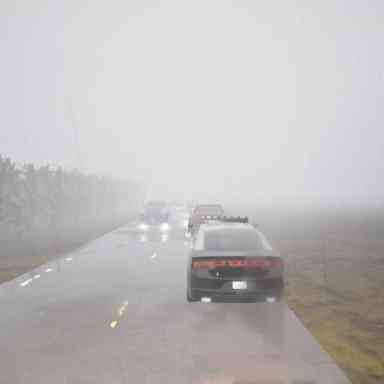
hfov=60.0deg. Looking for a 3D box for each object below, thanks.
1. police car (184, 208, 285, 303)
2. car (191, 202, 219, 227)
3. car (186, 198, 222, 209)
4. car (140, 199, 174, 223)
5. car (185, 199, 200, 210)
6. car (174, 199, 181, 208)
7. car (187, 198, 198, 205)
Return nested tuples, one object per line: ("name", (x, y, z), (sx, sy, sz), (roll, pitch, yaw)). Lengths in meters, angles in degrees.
("police car", (0.838, 1.430, 8.401), (1.930, 1.638, 5.238), (0, 0, 0))
("car", (0.863, 1.544, 24.293), (1.837, 1.490, 4.892), (0, 0, 0))
("car", (0.853, 1.373, 18.263), (2.097, 1.767, 4.553), (0, 0, 0))
("car", (-2.807, 1.396, 26.206), (2.097, 1.767, 4.553), (0, 0, 0))
("car", (0.101, 1.676, 46.015), (2.033, 1.411, 5.357), (0, 0, 1))
("car", (-2.667, 1.717, 51.370), (1.994, 1.385, 4.181), (0, 0, 0))
("car", (0.101, 1.779, 63.363), (1.994, 1.385, 4.181), (0, 0, 0))
